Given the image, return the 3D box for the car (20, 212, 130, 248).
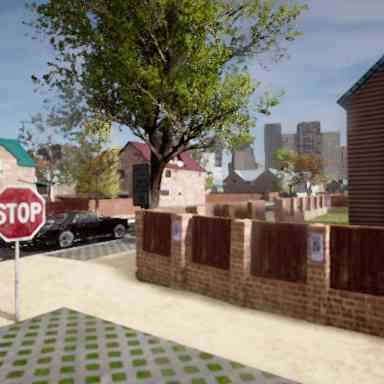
[{"bbox_3d":[-4.842,1.484,14.238,1.895,1.301,4.718,-1,0,31],"label":"car"}]
